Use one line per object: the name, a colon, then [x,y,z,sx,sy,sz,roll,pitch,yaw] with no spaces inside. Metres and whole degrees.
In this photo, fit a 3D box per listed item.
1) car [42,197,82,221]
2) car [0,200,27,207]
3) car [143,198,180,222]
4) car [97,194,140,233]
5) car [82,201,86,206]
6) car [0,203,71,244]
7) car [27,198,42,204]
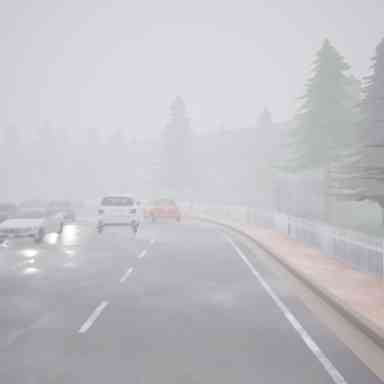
car: [-10.030,1.401,25.377,2.128,1.511,4.902,0,0,-25]
car: [-11.902,1.431,20.684,1.837,1.490,4.892,0,0,-17]
car: [-2.413,1.262,25.349,2.097,1.767,4.553,0,0,-18]
car: [-4.274,1.152,19.601,2.150,2.045,5.566,0,0,-10]
car: [-15.933,1.396,42.675,5.357,1.411,2.033,0,0,34]
car: [-7.442,1.470,15.684,1.812,1.442,4.674,0,0,-5]
car: [-19.123,1.419,40.492,4.181,1.385,1.994,0,0,32]
